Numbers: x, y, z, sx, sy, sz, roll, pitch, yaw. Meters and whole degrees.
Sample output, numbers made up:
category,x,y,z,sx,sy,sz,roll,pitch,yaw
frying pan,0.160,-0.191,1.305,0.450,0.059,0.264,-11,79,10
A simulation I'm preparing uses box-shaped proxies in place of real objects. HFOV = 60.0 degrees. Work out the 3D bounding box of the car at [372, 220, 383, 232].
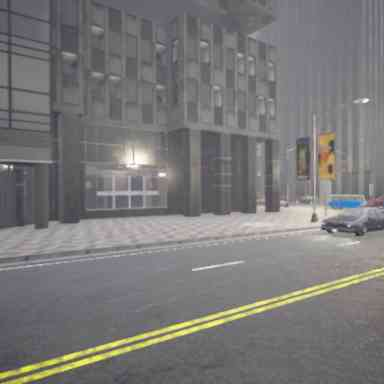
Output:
category,x,y,z,sx,sy,sz,roll,pitch,yaw
car,6.663,1.492,8.191,4.892,1.490,1.837,2,-1,-35

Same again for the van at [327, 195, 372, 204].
category,x,y,z,sx,sy,sz,roll,pitch,yaw
van,17.592,1.206,37.517,1.690,1.788,3.998,0,0,-35

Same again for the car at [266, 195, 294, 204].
category,x,y,z,sx,sy,sz,roll,pitch,yaw
car,14.794,1.188,56.215,1.887,1.381,4.507,0,0,-35

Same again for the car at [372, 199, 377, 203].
category,x,y,z,sx,sy,sz,roll,pitch,yaw
car,24.548,1.236,42.446,1.967,1.590,4.097,0,0,-35

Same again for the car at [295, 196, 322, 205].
category,x,y,z,sx,sy,sz,roll,pitch,yaw
car,18.045,1.245,51.626,2.008,1.369,4.403,0,0,-35

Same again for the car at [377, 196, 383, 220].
category,x,y,z,sx,sy,sz,roll,pitch,yaw
car,11.288,1.213,15.613,5.566,2.045,2.150,0,0,-35

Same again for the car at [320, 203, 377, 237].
category,x,y,z,sx,sy,sz,roll,pitch,yaw
car,9.307,1.535,18.193,5.357,1.411,2.033,0,0,-35

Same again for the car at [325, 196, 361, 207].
category,x,y,z,sx,sy,sz,roll,pitch,yaw
car,21.297,1.311,47.036,1.947,1.339,4.313,0,0,-35

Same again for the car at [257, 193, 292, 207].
category,x,y,z,sx,sy,sz,roll,pitch,yaw
car,11.187,1.290,46.558,1.752,1.417,4.829,0,0,-35
